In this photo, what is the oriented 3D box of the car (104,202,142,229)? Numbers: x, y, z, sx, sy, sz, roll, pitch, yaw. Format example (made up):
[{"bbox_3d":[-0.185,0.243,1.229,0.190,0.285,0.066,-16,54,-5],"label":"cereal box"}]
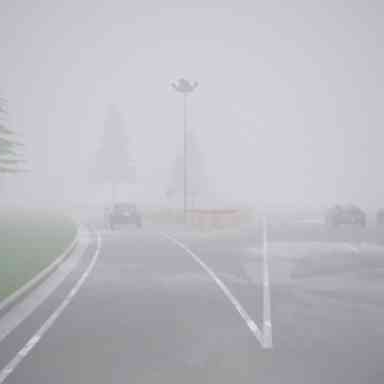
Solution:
[{"bbox_3d":[-4.995,1.519,23.614,2.097,1.767,4.553,0,0,-20],"label":"car"}]

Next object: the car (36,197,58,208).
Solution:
[{"bbox_3d":[-25.180,2.016,58.509,2.033,1.411,5.357,0,0,-38],"label":"car"}]

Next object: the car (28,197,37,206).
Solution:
[{"bbox_3d":[-31.471,1.827,66.704,2.097,1.767,4.553,0,0,-38],"label":"car"}]

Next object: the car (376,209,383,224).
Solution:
[{"bbox_3d":[13.882,1.570,22.218,2.128,1.511,4.902,0,0,12],"label":"car"}]

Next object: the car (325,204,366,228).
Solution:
[{"bbox_3d":[10.460,1.589,22.950,2.128,1.511,4.902,0,0,12],"label":"car"}]
